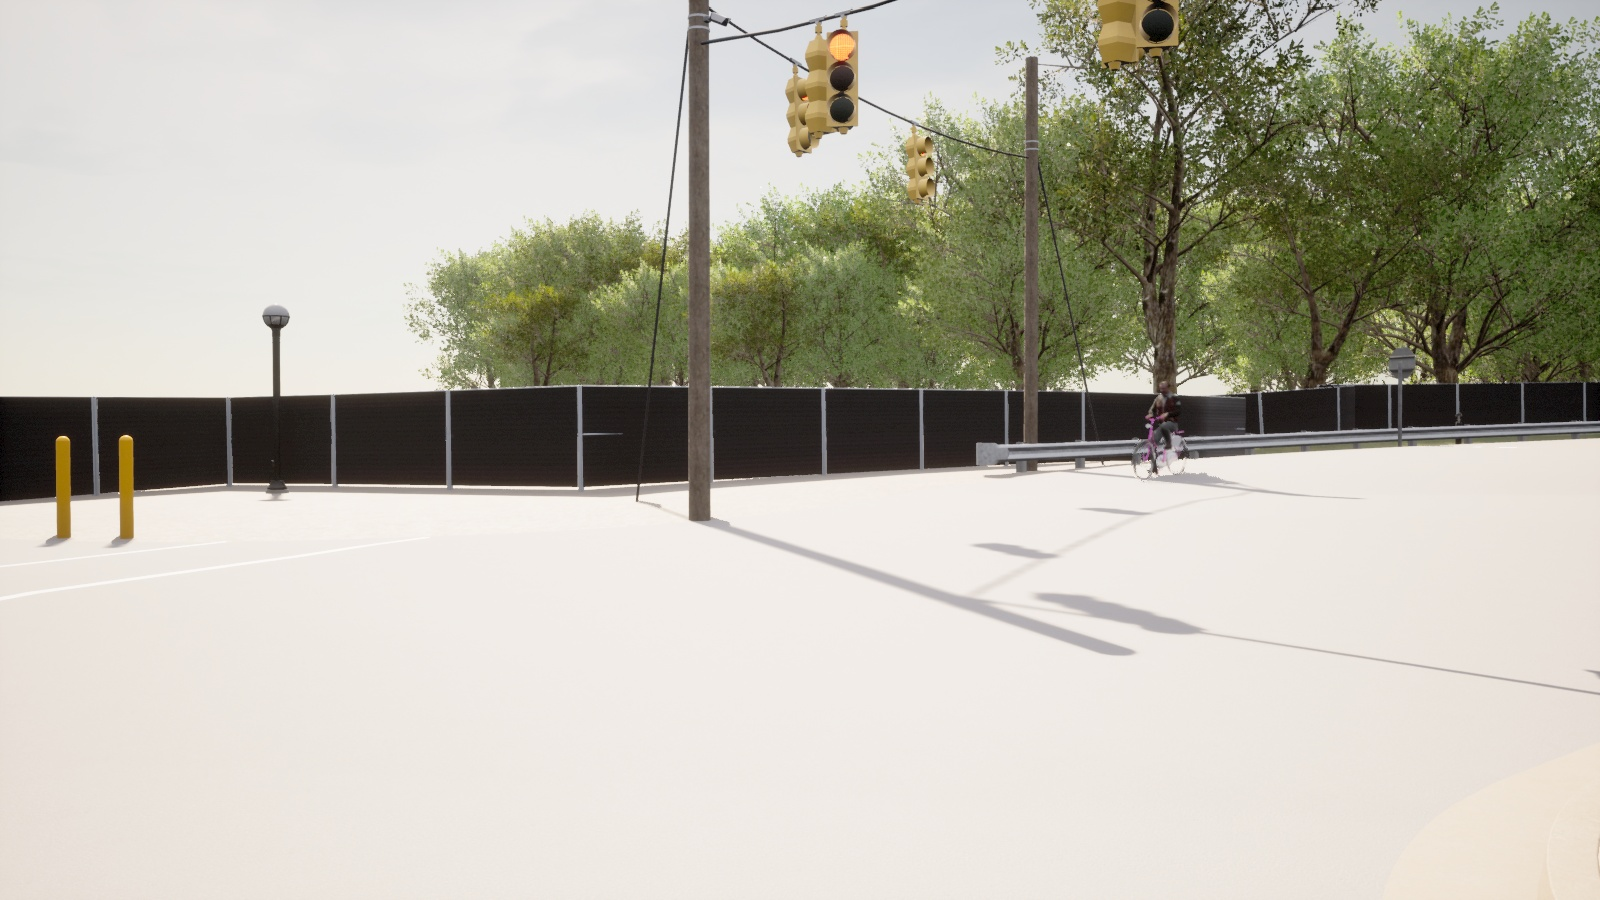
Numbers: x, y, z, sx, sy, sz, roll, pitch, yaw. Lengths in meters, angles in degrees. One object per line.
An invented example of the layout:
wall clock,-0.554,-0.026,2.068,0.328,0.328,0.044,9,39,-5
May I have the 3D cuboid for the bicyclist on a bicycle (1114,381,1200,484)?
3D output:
bicyclist on a bicycle,6.471,-0.343,22.706,1.843,1.776,0.659,-4,4,-44
